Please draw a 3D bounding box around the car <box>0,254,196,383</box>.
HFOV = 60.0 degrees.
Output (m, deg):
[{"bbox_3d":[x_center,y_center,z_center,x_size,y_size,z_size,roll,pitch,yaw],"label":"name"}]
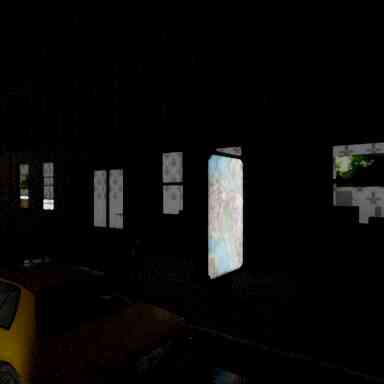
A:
[{"bbox_3d":[-2.236,1.525,4.469,4.829,1.417,1.752,0,0,36],"label":"car"}]
